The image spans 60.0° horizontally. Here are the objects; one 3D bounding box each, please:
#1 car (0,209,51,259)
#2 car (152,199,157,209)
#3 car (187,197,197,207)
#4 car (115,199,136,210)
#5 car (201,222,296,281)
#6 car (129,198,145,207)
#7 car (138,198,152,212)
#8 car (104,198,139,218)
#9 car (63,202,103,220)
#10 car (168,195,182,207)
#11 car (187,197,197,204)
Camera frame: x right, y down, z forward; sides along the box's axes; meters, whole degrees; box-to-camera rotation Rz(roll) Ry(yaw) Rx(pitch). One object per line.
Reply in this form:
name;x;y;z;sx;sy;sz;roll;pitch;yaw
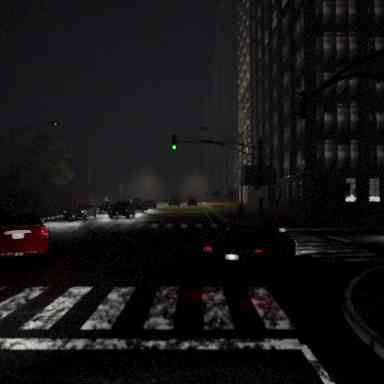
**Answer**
car;-6.712;1.399;12.080;2.097;1.767;4.553;0;0;-37
car;-6.498;1.767;51.400;2.128;1.511;4.902;0;0;0
car;0.002;1.895;60.103;2.033;1.411;5.357;0;0;0
car;-9.758;1.749;49.067;2.128;1.511;4.902;0;0;0
car;1.838;1.585;10.163;1.994;1.385;4.181;-3;-1;24
car;-9.748;1.818;59.341;1.882;1.535;5.008;0;0;0
car;-6.563;1.801;40.929;1.895;1.301;4.718;0;0;1
car;-6.585;1.648;31.673;1.837;1.490;4.892;0;0;0
car;-9.840;1.735;29.870;1.895;1.301;4.718;0;0;0
car;-3.248;1.825;60.104;1.882;1.535;5.008;0;0;0
car;0.003;1.794;70.526;1.882;1.535;5.008;0;-1;0
